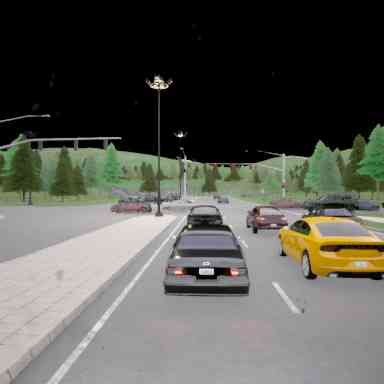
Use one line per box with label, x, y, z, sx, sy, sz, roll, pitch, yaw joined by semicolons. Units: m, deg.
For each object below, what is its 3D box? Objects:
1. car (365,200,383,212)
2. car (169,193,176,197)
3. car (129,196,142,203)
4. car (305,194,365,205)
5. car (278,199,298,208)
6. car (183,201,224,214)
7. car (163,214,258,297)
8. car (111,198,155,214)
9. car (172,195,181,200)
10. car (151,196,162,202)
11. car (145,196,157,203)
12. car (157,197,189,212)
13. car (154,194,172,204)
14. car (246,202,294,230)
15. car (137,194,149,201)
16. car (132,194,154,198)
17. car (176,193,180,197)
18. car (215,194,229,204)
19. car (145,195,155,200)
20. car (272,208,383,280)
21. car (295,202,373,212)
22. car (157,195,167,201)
car;19.317;1.563;38.504;4.181;1.385;1.994;0;0;4
car;-5.193;1.355;72.326;2.097;1.767;4.553;0;0;2
car;-12.209;1.524;72.043;1.812;1.442;4.674;0;0;2
car;14.665;1.224;35.153;5.566;2.045;2.150;0;0;2
car;12.160;1.563;43.004;4.181;1.385;1.994;0;0;12
car;0.726;1.478;18.598;1.882;1.535;5.008;0;0;3
car;0.378;1.547;8.777;2.033;1.411;5.357;0;0;2
car;-6.384;1.564;35.032;4.181;1.385;1.994;0;0;-1
car;-4.360;1.533;93.021;2.033;1.411;5.357;0;0;2
car;-8.422;1.552;79.245;1.994;1.385;4.181;0;0;2
car;-8.742;1.552;71.133;1.994;1.385;4.181;0;0;2
car;-1.325;1.601;38.844;4.718;1.301;1.895;0;0;-2
car;-5.593;1.601;63.392;1.895;1.301;4.718;0;0;3
car;4.260;1.526;19.204;1.812;1.442;4.674;0;0;3
car;-11.860;1.355;80.900;2.097;1.767;4.553;0;0;2
car;-9.152;1.491;62.282;2.128;1.511;4.902;0;0;3
car;-4.786;1.225;82.619;2.150;2.045;5.566;0;0;2
car;6.132;1.564;65.143;1.994;1.385;4.181;0;0;2
car;-11.452;1.539;91.134;2.033;1.411;5.357;0;0;2
car;3.932;1.478;9.985;1.882;1.535;5.008;0;0;3
car;7.745;1.547;18.821;2.033;1.411;5.357;0;0;3
car;-8.020;1.524;89.371;2.128;1.511;4.902;0;0;2
